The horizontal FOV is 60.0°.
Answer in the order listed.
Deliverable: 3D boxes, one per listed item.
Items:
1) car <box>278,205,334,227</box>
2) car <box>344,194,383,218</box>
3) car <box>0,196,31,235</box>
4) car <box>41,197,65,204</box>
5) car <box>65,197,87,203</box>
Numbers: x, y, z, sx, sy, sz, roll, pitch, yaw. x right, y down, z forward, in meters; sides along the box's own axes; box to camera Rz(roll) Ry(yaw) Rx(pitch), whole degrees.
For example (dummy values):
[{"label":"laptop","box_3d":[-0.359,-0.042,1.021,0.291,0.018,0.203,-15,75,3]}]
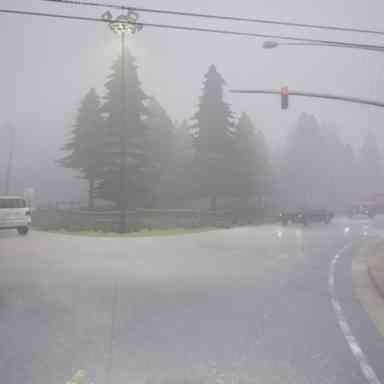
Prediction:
[{"label":"car","box_3d":[7.948,1.596,23.035,4.718,1.301,1.895,0,0,-43]},{"label":"car","box_3d":[15.903,1.212,30.026,5.566,2.045,2.150,-1,0,-41]},{"label":"car","box_3d":[-10.800,1.244,18.121,5.566,2.045,2.150,0,0,42]},{"label":"car","box_3d":[-20.461,1.514,49.773,2.128,1.511,4.902,0,0,11]},{"label":"car","box_3d":[-16.701,1.509,50.782,2.128,1.511,4.902,0,0,12]}]
